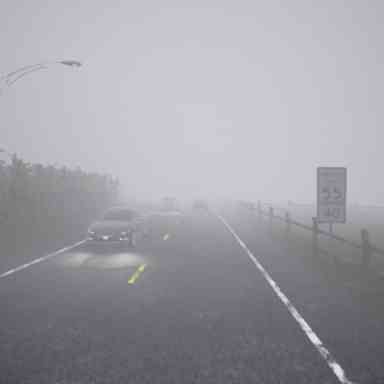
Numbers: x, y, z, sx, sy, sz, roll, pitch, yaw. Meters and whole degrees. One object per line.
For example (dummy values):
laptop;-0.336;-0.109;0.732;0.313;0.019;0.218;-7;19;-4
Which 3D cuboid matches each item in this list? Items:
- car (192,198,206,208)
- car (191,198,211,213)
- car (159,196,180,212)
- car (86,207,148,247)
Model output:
car;1.052;1.545;47.929;1.895;1.301;4.718;0;0;1
car;0.948;1.472;36.218;1.837;1.490;4.892;0;0;1
car;-2.587;1.283;38.513;2.097;1.767;4.553;0;0;1
car;-3.167;1.464;14.854;1.837;1.490;4.892;0;0;2
